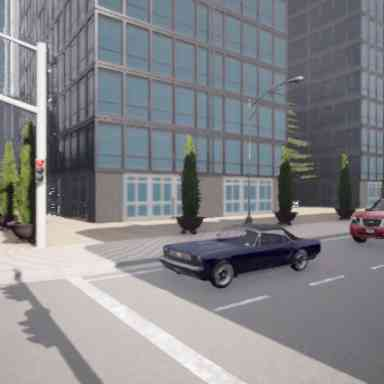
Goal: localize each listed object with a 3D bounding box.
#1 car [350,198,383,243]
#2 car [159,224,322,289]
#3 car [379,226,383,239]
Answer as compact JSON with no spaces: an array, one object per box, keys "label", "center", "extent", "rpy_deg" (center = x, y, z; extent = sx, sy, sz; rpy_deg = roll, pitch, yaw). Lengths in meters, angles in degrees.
[{"label":"car","center":[9.438,1.228,14.999],"extent":[5.566,2.045,2.150],"rpy_deg":[0,0,-35]},{"label":"car","center":[1.483,1.604,9.340],"extent":[4.718,1.301,1.895],"rpy_deg":[0,0,-35]},{"label":"car","center":[7.401,1.606,9.249],"extent":[4.718,1.301,1.895],"rpy_deg":[0,0,-35]}]
